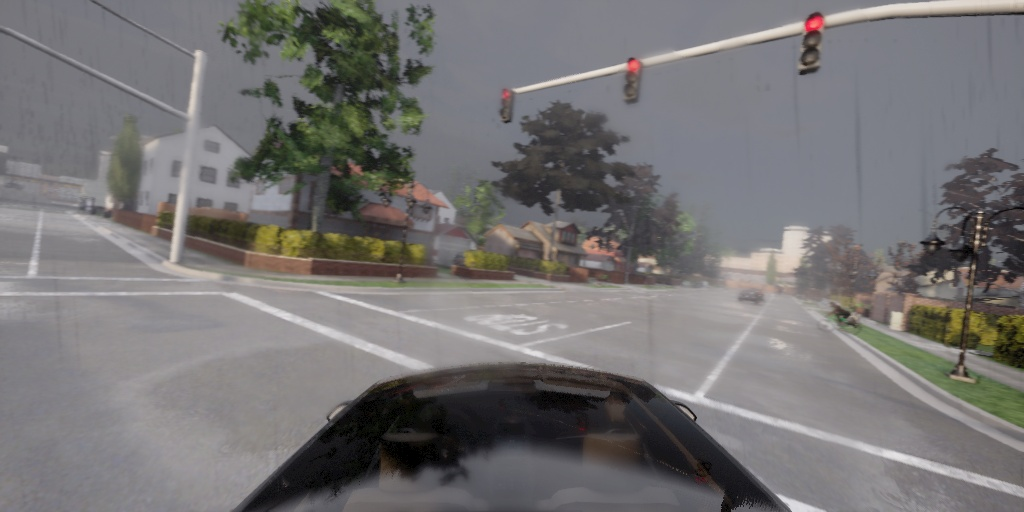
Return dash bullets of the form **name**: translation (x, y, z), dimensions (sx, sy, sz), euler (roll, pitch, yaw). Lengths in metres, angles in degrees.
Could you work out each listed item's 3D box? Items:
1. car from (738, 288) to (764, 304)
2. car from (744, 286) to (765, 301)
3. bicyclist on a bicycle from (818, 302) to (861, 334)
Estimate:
- **car**: translation (27.517, 4.702, 41.644), dimensions (2.033, 1.411, 5.357), euler (7, 0, 37)
- **car**: translation (34.767, 5.388, 51.413), dimensions (2.097, 1.767, 4.553), euler (7, 0, 37)
- **bicyclist on a bicycle**: translation (16.776, 3.194, 18.447), dimensions (1.656, 1.620, 0.582), euler (-4, -7, 36)
